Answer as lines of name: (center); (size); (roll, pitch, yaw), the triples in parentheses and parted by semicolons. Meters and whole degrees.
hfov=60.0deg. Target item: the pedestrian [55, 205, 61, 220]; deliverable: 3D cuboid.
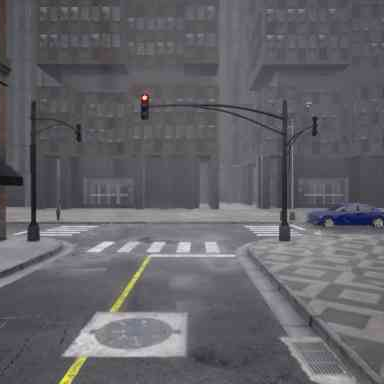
pedestrian: (-9.825, 1.532, 24.453); (0.500, 1.100, 0.500); (0, 0, 1)

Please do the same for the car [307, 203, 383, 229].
car: (9.870, 1.461, 21.115); (5.008, 1.535, 1.882); (0, 0, -1)
